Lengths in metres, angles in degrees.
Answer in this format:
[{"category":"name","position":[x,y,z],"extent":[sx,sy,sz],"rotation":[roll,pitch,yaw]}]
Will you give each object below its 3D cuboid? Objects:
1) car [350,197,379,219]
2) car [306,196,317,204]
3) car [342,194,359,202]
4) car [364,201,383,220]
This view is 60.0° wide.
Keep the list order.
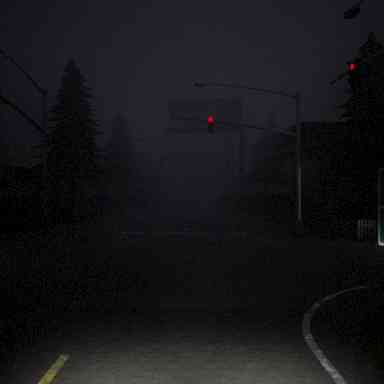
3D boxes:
[{"category":"car","position":[14.400,1.505,24.900],"extent":[3.866,1.878,1.905],"rotation":[0,0,0]},{"category":"car","position":[22.585,1.552,63.957],"extent":[1.970,1.475,3.806],"rotation":[0,0,0]},{"category":"car","position":[34.998,1.489,71.732],"extent":[2.007,1.523,4.514],"rotation":[0,0,0]},{"category":"car","position":[18.734,1.672,30.565],"extent":[4.611,1.667,2.242],"rotation":[0,0,0]}]
